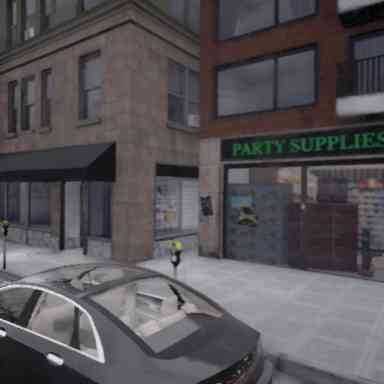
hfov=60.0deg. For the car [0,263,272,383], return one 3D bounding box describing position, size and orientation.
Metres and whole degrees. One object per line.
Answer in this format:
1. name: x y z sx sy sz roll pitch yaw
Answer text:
1. car: -1.322 1.510 3.769 4.403 1.369 2.008 1 1 36
